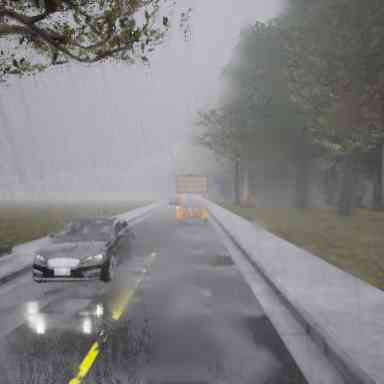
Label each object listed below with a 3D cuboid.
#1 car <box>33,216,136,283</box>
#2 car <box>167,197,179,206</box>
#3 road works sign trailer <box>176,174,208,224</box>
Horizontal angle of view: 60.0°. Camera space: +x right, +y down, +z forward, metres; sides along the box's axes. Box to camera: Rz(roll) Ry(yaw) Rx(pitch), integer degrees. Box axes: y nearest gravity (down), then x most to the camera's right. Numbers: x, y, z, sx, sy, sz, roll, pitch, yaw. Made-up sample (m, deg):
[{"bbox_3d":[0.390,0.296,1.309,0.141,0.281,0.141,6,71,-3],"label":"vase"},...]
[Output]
[{"bbox_3d":[-2.853,1.488,9.767,2.128,1.511,4.902,0,0,0],"label":"car"},{"bbox_3d":[-2.820,1.529,52.840,2.033,1.411,5.357,0,0,1],"label":"car"},{"bbox_3d":[-0.006,0.456,25.017,2.380,3.560,2.880,0,0,0],"label":"road works sign trailer"}]
